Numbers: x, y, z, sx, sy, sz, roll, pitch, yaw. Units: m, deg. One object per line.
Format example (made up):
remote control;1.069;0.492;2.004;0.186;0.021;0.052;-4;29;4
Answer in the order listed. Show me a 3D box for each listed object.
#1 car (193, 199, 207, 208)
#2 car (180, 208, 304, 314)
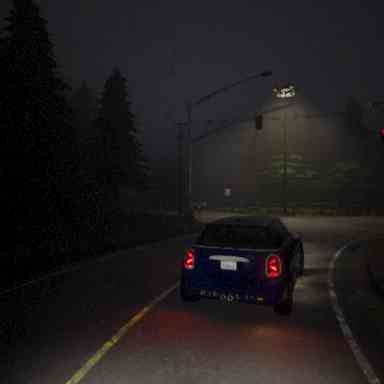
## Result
car;0.859;1.574;42.918;1.895;1.301;4.718;0;0;0
car;1.452;1.342;7.971;2.097;1.767;4.553;0;0;22
